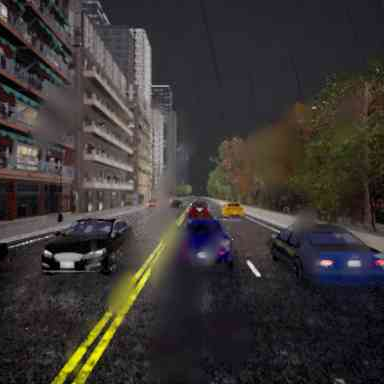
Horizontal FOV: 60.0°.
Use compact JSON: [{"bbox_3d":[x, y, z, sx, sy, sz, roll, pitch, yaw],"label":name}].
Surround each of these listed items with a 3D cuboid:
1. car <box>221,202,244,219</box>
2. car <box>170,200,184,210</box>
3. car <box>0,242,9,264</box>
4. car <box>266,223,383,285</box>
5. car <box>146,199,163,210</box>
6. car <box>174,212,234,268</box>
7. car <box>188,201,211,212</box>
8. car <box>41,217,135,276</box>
[{"bbox_3d":[3.998,1.776,33.167,1.882,1.535,5.008,0,-1,1],"label":"car"},{"bbox_3d":[-2.345,1.975,51.994,1.837,1.490,4.892,0,-1,1],"label":"car"},{"bbox_3d":[-6.397,1.669,7.656,1.895,1.301,4.718,0,-1,1],"label":"car"},{"bbox_3d":[3.592,1.636,9.791,2.033,1.411,5.357,0,0,1],"label":"car"},{"bbox_3d":[-5.634,1.805,50.051,2.097,1.767,4.553,0,-1,1],"label":"car"},{"bbox_3d":[0.383,1.629,11.553,1.812,1.442,4.674,0,-1,1],"label":"car"},{"bbox_3d":[0.718,1.634,31.410,2.097,1.767,4.553,0,-1,1],"label":"car"},{"bbox_3d":[-3.090,1.588,10.795,2.128,1.511,4.902,0,-1,1],"label":"car"}]
